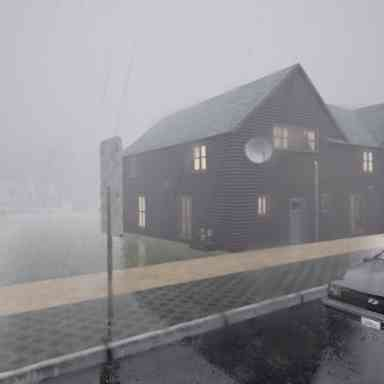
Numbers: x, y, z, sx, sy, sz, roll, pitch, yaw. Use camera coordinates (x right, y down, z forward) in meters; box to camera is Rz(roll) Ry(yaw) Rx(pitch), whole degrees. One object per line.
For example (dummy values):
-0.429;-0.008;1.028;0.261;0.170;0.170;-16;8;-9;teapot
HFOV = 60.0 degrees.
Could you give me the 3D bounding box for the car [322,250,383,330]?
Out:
4.852;1.550;6.397;5.357;1.411;2.033;0;0;-34;car
